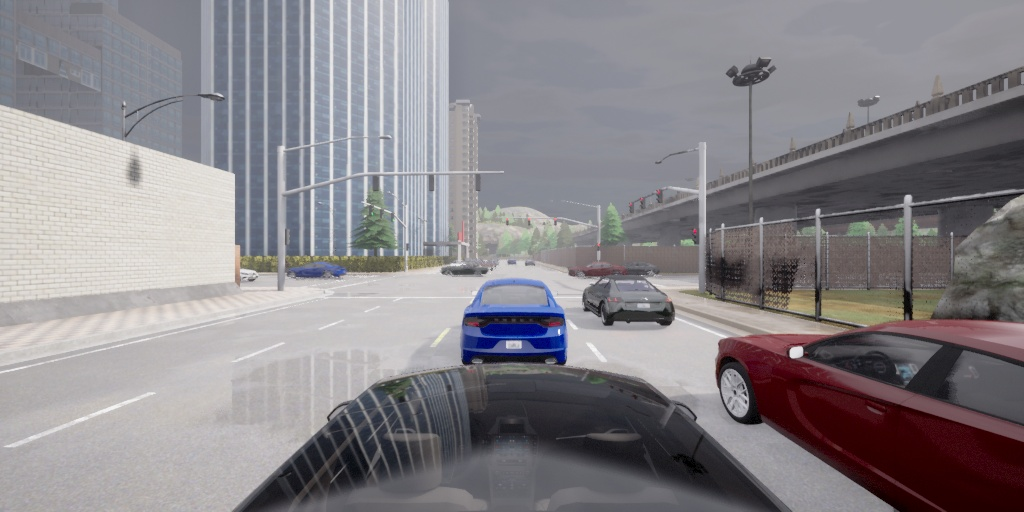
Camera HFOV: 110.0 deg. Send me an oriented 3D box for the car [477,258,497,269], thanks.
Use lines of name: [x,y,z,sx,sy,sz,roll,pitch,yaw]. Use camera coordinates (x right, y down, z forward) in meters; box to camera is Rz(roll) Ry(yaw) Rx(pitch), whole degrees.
car: [-3.579,1.351,51.894,1.895,1.301,4.718,0,0,0]

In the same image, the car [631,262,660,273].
car: [12.098,1.310,35.760,4.892,1.490,1.837,0,0,5]

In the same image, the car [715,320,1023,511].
car: [3.601,1.228,2.715,1.882,1.535,5.008,0,0,0]

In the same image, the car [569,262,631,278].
car: [7.572,1.260,31.958,5.008,1.535,1.882,0,0,0]

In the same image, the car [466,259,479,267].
car: [-7.051,1.314,64.776,1.994,1.385,4.181,0,0,-1]

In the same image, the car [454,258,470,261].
car: [-7.086,1.276,47.271,1.812,1.442,4.674,0,0,0]

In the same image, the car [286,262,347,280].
car: [-17.387,1.283,31.908,5.008,1.535,1.882,0,0,0]

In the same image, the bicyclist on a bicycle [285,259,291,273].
bicyclist on a bicycle: [-25.296,1.106,40.175,0.582,1.620,1.656,0,0,0]

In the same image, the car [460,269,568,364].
car: [0.053,1.228,8.049,1.882,1.535,5.008,0,0,1]

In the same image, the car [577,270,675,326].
car: [3.576,1.314,11.709,1.994,1.385,4.181,0,0,0]

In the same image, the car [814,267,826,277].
car: [28.684,1.369,35.497,4.181,1.385,1.994,0,0,0]

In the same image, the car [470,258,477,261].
car: [-7.078,1.102,56.136,2.097,1.767,4.553,0,0,0]

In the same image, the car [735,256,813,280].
car: [23.049,1.027,31.984,5.566,2.045,2.150,0,0,0]

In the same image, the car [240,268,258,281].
car: [-22.634,1.331,28.218,4.674,1.442,1.812,0,0,0]

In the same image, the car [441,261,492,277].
car: [-4.615,1.383,35.435,4.718,1.301,1.895,0,0,0]

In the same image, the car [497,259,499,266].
car: [-3.566,1.351,61.058,1.895,1.301,4.718,0,0,0]
